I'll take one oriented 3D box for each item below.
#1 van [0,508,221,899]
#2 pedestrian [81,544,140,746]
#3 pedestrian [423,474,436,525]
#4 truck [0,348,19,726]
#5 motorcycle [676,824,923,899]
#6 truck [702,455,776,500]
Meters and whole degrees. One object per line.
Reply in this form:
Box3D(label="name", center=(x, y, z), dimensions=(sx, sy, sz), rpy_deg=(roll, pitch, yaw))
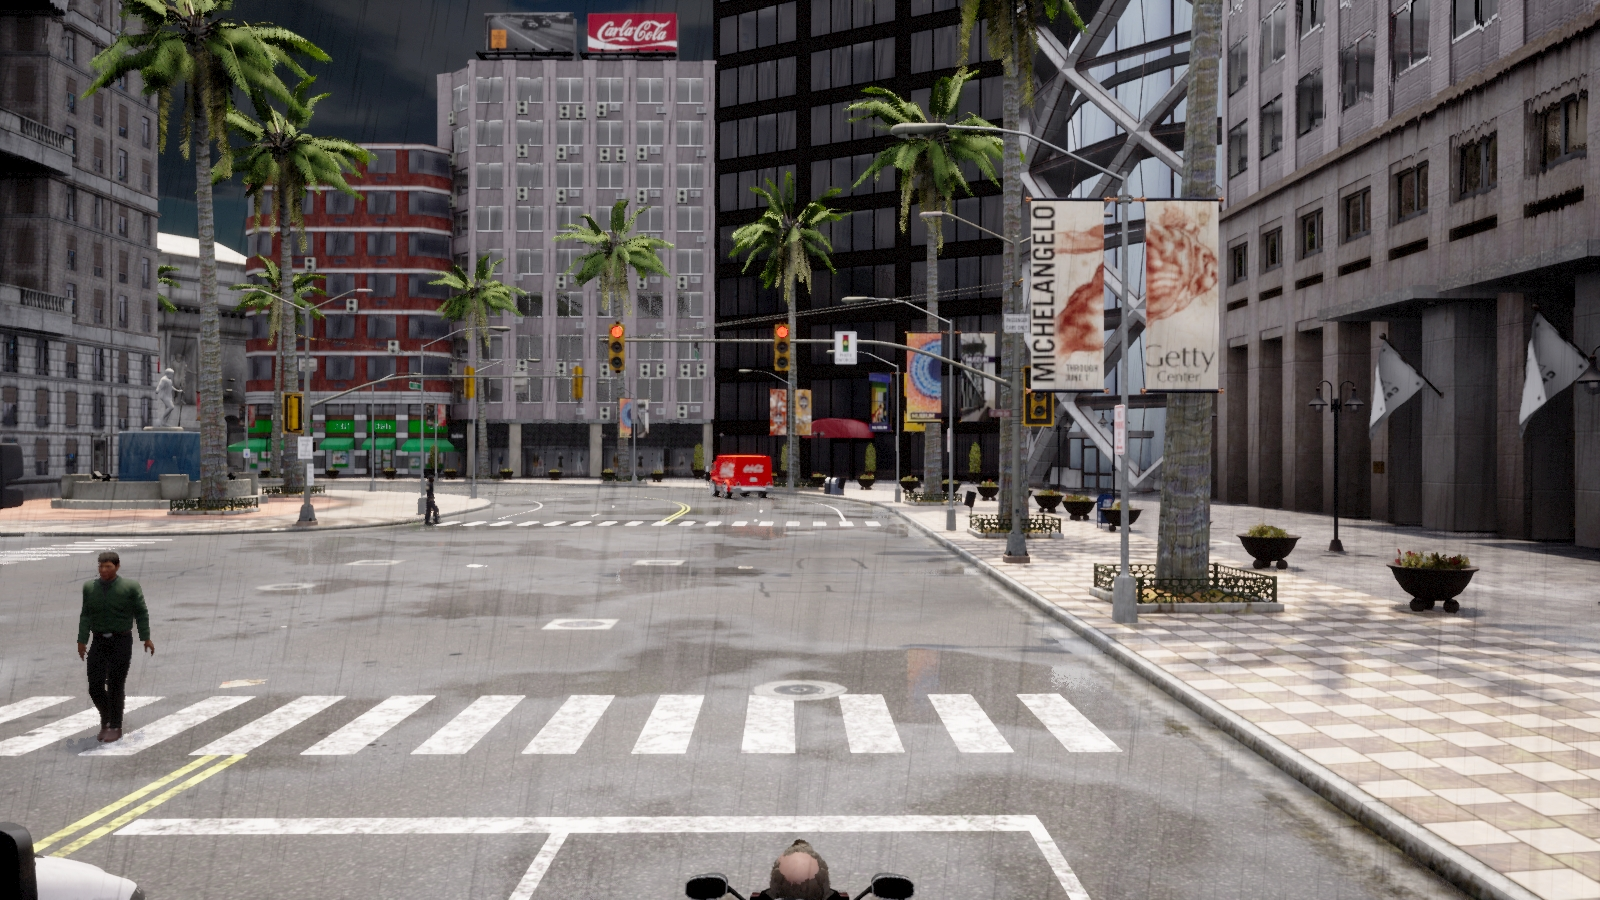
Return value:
Box3D(label="van", center=(-3.507, 1.533, 1.998), dimensions=(1.988, 2.561, 5.915), rpy_deg=(0, 0, 0))
Box3D(label="pedestrian", center=(-6.587, 1.843, 10.925), dimensions=(0.375, 1.860, 0.375), rpy_deg=(0, 0, -10))
Box3D(label="pedestrian", center=(-13.646, 1.832, 42.084), dimensions=(0.375, 1.860, 0.375), rpy_deg=(0, 0, -4))
Box3D(label="truck", center=(-11.731, 0.886, 14.091), dimensions=(2.891, 3.827, 8.468), rpy_deg=(0, 0, -38))
Box3D(label="motorcycle", center=(-0.001, 2.203, 3.717), dimensions=(0.867, 1.251, 2.209), rpy_deg=(0, 0, 0))
Box3D(label="truck", center=(-3.613, 1.541, 66.407), dimensions=(2.627, 2.467, 5.204), rpy_deg=(0, 0, -23))
